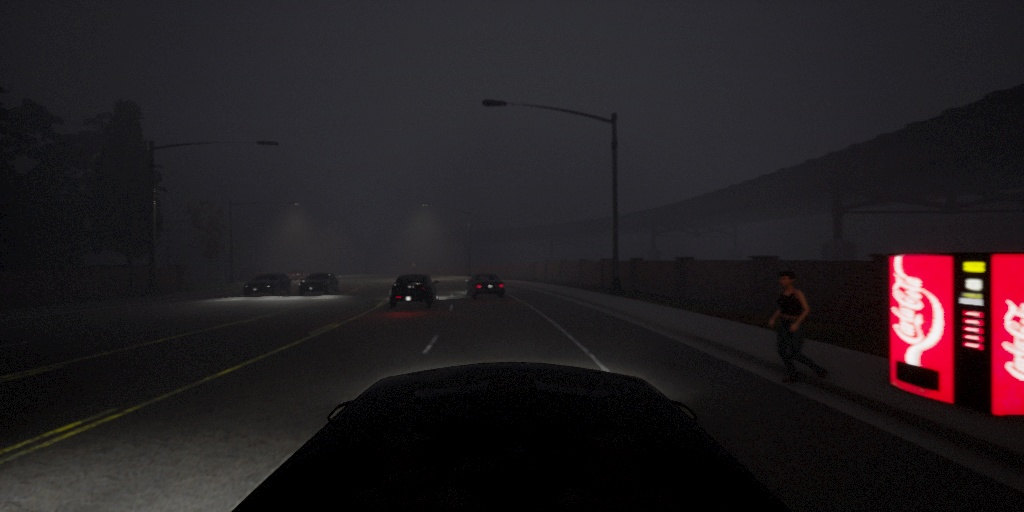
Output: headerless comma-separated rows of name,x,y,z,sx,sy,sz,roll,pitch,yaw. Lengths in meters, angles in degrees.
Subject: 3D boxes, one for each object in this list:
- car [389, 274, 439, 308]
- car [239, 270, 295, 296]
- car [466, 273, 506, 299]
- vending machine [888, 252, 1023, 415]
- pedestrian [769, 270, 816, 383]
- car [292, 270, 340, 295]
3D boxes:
car,-4.747,1.625,17.647,1.837,1.490,4.892,0,-1,-8
car,-17.258,1.976,25.539,1.837,1.490,4.892,0,-2,-15
car,-1.680,1.728,21.559,2.033,1.411,5.357,0,-1,-12
vending machine,5.888,0.939,4.689,1.100,2.100,0.880,0,0,-2
pedestrian,4.377,1.064,5.636,0.375,1.860,0.375,-1,0,-2
car,-13.688,1.935,25.634,1.837,1.490,4.892,0,-2,-15
